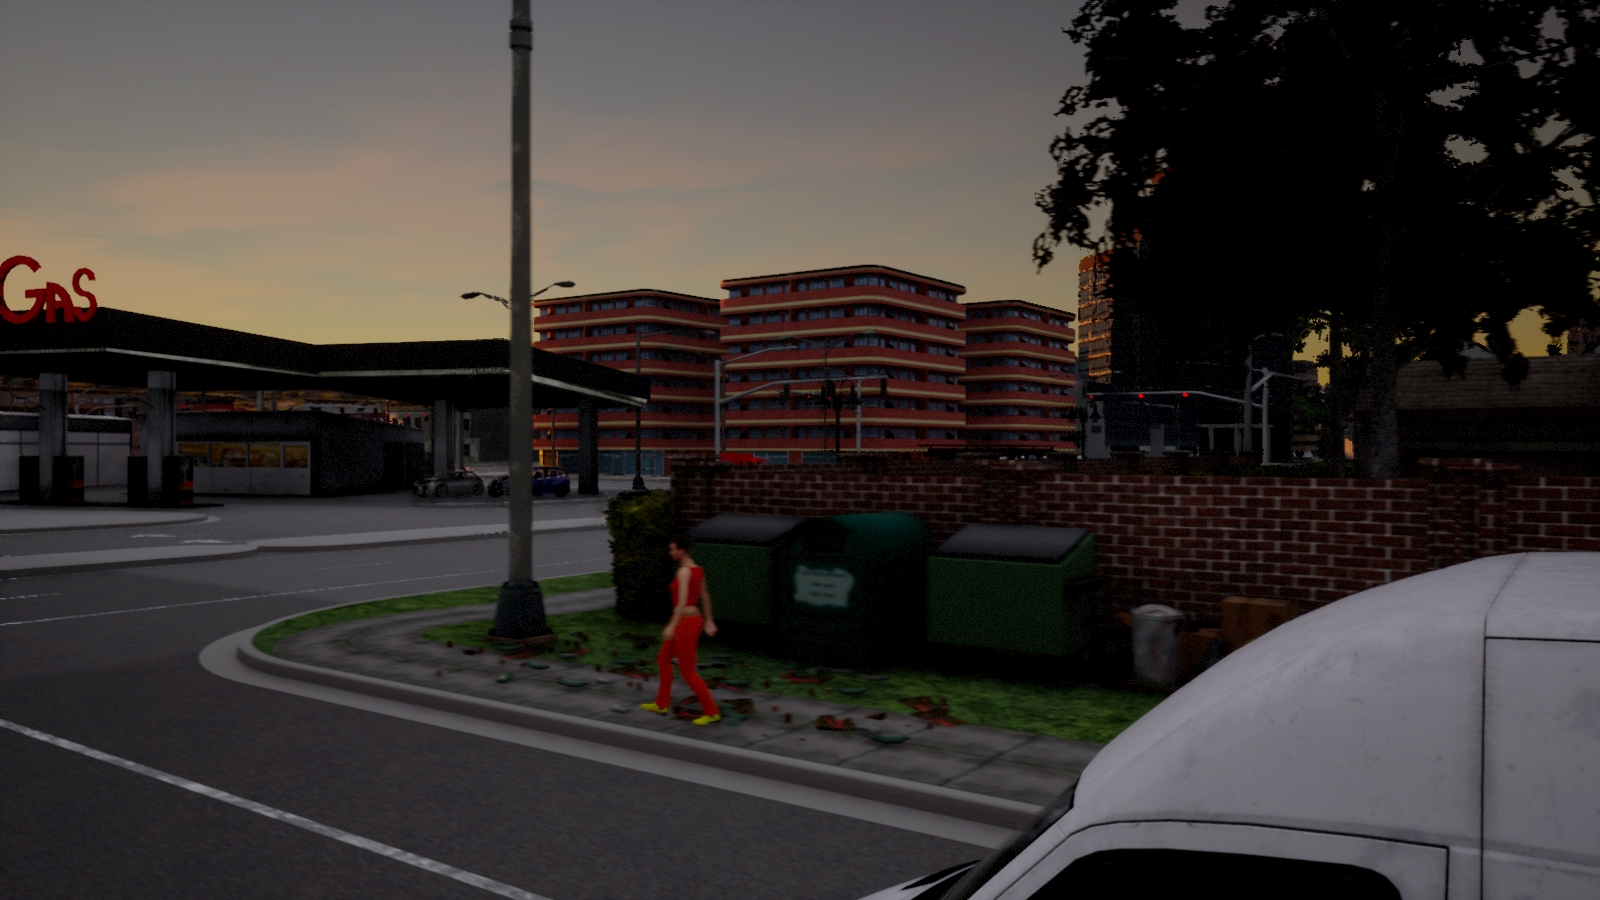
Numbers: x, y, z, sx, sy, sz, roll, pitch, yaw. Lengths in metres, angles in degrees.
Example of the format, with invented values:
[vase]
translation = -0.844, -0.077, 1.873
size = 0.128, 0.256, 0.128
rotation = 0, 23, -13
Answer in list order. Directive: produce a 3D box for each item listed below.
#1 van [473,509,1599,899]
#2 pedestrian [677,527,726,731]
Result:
[van]
translation = 2.077, 1.529, 2.324
size = 5.915, 2.561, 1.988
rotation = 0, 0, 35
[pedestrian]
translation = -0.928, 1.679, 10.817
size = 0.375, 1.860, 0.375
rotation = 0, 0, 10
